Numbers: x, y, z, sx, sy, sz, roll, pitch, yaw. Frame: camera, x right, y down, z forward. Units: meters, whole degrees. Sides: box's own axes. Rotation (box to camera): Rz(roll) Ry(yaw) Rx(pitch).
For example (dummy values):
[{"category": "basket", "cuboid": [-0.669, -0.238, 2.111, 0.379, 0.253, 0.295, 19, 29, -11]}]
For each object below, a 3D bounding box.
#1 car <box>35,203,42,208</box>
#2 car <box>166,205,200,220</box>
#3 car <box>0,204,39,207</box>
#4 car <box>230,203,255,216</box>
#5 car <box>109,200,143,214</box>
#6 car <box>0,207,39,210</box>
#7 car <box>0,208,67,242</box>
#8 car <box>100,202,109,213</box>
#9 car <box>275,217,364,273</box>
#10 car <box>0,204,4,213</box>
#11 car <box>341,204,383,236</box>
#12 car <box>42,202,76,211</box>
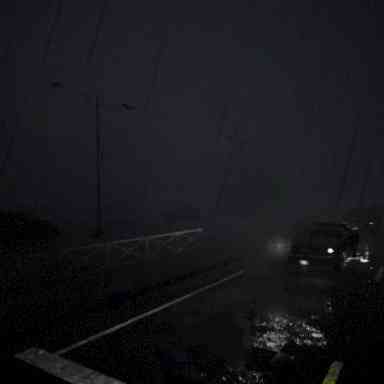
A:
[{"category": "car", "cuboid": [-28.037, 2.826, 60.787, 1.970, 1.475, 3.806, -2, -1, 34]}, {"category": "car", "cuboid": [-0.896, 2.045, 33.727, 1.970, 1.475, 3.806, -2, -1, 34]}, {"category": "car", "cuboid": [-17.012, 2.188, 31.507, 1.845, 1.501, 3.633, -2, -1, 34]}, {"category": "car", "cuboid": [5.775, 2.015, 38.136, 1.845, 1.501, 3.633, -2, -1, 34]}, {"category": "car", "cuboid": [-9.433, 2.176, 48.820, 1.932, 1.855, 4.605, -2, -1, 34]}, {"category": "car", "cuboid": [-11.636, 1.869, 18.461, 2.152, 1.636, 5.027, -2, -1, 34]}, {"category": "car", "cuboid": [-9.026, 1.804, 16.720, 2.007, 1.523, 4.514, -2, -1, 34]}, {"category": "car", "cuboid": [-12.057, 2.221, 50.133, 1.905, 1.878, 3.866, -2, -1, 34]}, {"category": "car", "cuboid": [4.490, 1.758, 11.525, 1.895, 1.301, 4.718, -2, -1, 34]}, {"category": "car", "cuboid": [-35.057, 2.930, 57.071, 2.007, 1.523, 4.514, -2, -1, 34]}, {"category": "car", "cuboid": [10.226, 1.720, 19.982, 2.128, 1.511, 4.902, -2, -1, 34]}, {"category": "car", "cuboid": [-22.577, 2.598, 57.406, 2.152, 1.636, 5.027, -2, -1, 34]}]
